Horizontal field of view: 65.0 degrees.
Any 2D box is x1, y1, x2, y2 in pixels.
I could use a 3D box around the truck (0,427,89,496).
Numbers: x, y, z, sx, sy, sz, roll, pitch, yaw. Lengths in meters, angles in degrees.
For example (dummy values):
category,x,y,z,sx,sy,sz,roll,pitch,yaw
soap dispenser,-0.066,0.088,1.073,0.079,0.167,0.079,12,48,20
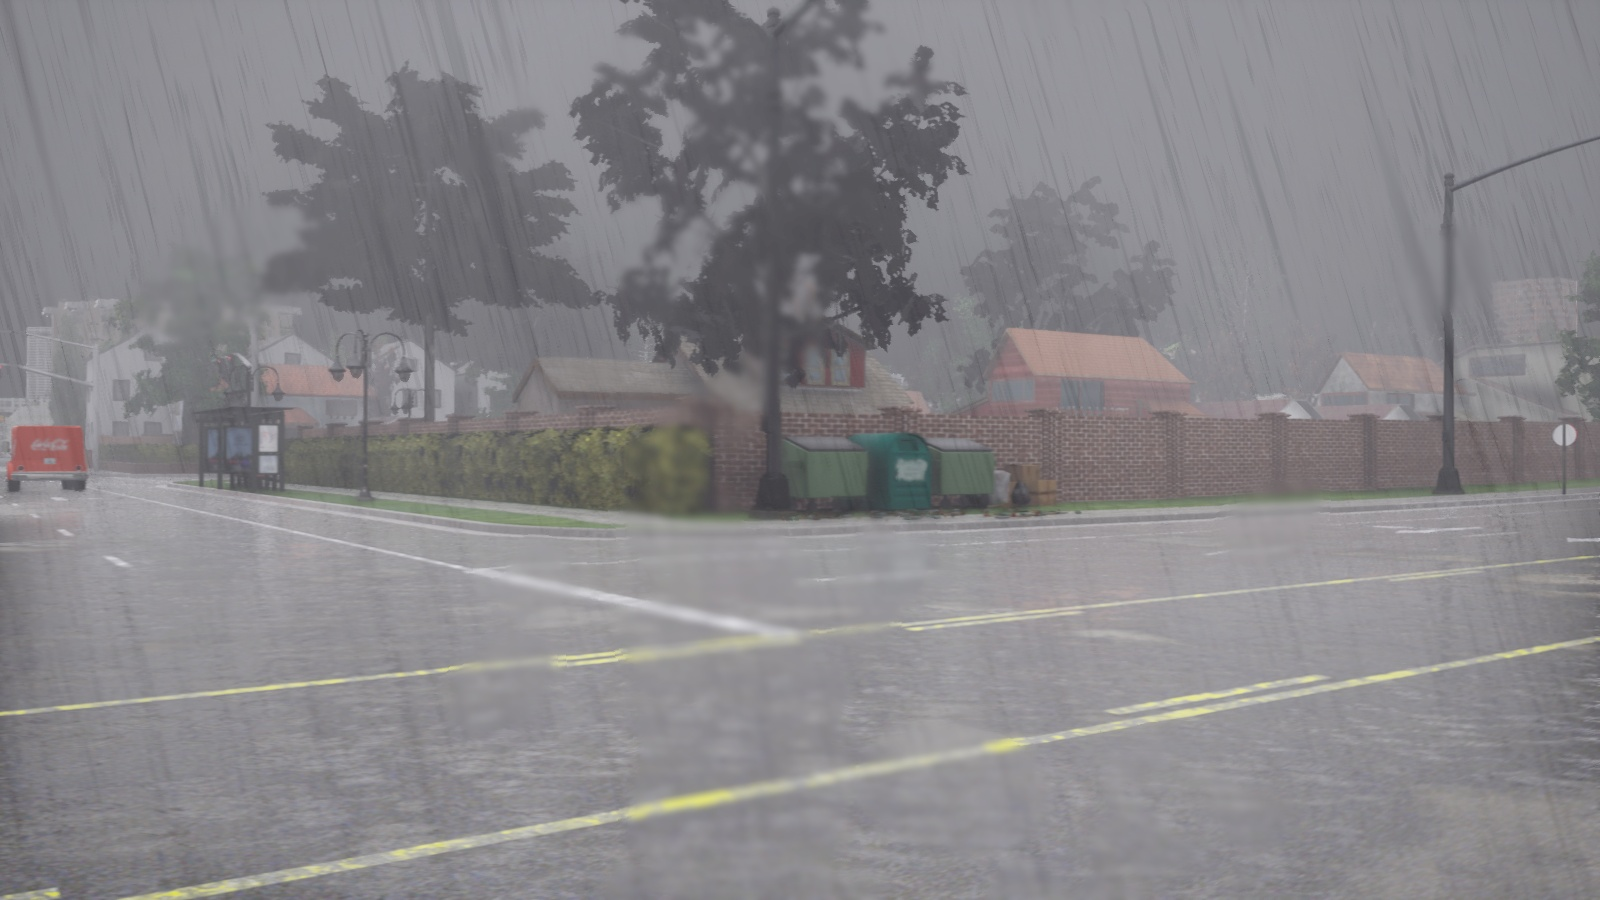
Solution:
category,x,y,z,sx,sy,sz,roll,pitch,yaw
truck,-29.044,0.436,48.126,2.627,2.467,5.204,0,0,-35
